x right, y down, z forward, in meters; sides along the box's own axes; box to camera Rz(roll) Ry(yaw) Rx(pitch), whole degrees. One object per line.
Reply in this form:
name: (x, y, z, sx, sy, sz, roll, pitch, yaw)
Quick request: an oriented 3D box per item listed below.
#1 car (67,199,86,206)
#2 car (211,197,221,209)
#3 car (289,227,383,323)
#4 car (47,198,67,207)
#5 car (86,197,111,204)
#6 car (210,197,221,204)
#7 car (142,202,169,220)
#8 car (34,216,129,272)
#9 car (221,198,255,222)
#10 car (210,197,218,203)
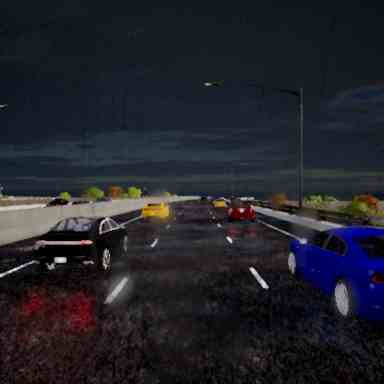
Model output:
car: (-16.804, 1.790, 50.750, 1.994, 1.385, 4.181, 0, 0, 2)
car: (4.259, 1.690, 50.848, 1.801, 1.575, 5.366, 0, 0, 2)
car: (3.623, 1.508, 7.369, 1.882, 1.535, 5.008, 0, 0, 0)
car: (-20.305, 1.728, 50.664, 1.837, 1.490, 4.892, 0, 0, 2)
car: (-13.366, 1.571, 49.012, 2.097, 1.767, 4.553, 0, 0, 2)
car: (5.040, 1.883, 72.519, 2.163, 1.488, 4.792, 0, 0, 2)
car: (-3.139, 1.607, 29.230, 1.882, 1.535, 5.008, 0, 0, 1)
car: (-3.356, 1.537, 10.944, 2.128, 1.511, 4.902, 0, 0, 0)
car: (3.834, 1.475, 27.552, 2.097, 1.767, 4.553, 0, 0, 1)
car: (5.536, 1.971, 83.400, 1.837, 1.490, 4.892, 0, 0, 3)
